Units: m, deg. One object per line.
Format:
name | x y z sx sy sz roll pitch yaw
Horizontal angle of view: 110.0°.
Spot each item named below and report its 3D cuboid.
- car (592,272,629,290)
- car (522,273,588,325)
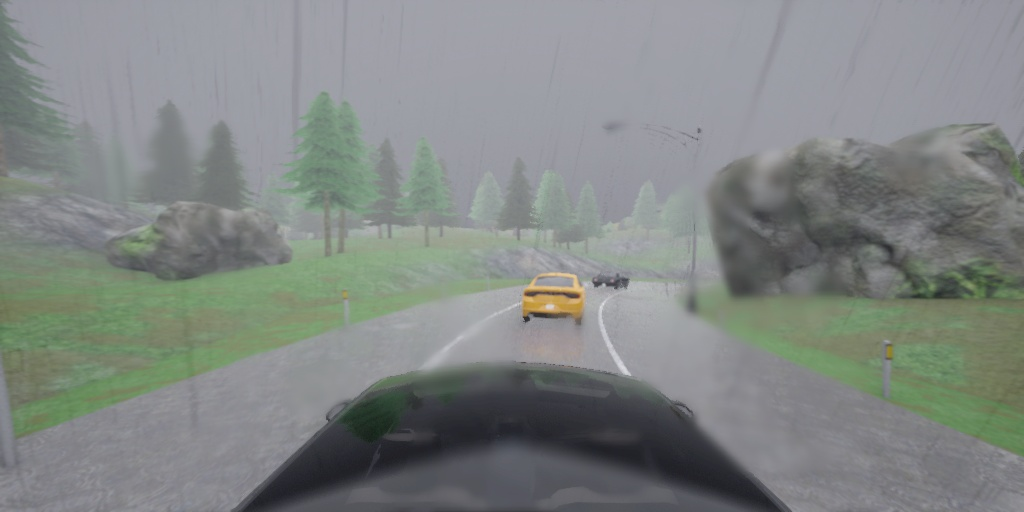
car | 8.029 1.945 28.742 1.895 1.301 4.718 3 -1 31
car | 1.611 1.334 12.600 1.882 1.535 5.008 1 -1 12
